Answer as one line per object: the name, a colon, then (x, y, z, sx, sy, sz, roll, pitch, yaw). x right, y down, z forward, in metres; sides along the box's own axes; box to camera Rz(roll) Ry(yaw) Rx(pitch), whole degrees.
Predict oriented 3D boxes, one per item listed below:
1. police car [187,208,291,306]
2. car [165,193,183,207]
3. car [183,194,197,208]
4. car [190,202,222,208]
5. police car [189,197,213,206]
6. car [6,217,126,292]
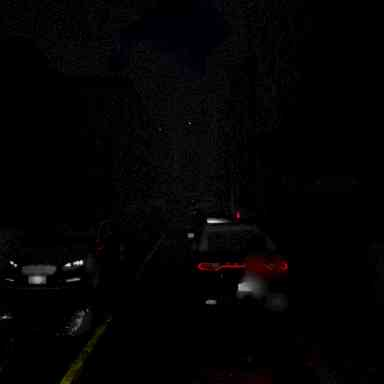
police car: (0.917, 1.424, 8.262, 1.930, 1.638, 5.238, 0, 0, 0)
car: (-2.978, 1.211, 52.786, 2.150, 2.045, 5.566, 0, 0, 0)
car: (0.140, 1.344, 47.927, 2.097, 1.767, 4.553, 0, 0, 1)
car: (0.939, 1.503, 18.152, 1.837, 1.490, 4.892, 0, 0, 0)
police car: (0.952, 1.422, 24.262, 1.930, 1.638, 5.238, 0, 0, 0)
car: (-3.080, 1.490, 9.078, 2.128, 1.511, 4.902, 0, 0, 0)
